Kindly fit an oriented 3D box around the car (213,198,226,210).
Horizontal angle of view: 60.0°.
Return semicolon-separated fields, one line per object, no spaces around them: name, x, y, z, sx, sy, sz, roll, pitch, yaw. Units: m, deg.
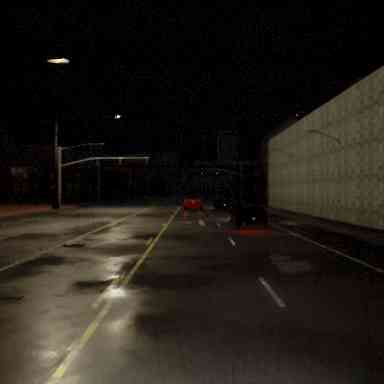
car;3.598;1.375;38.586;1.994;1.385;4.181;0;0;0

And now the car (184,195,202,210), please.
car;0.099;1.157;39.695;2.097;1.767;4.553;0;0;0

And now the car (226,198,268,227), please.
car;3.600;1.368;21.854;1.882;1.535;5.008;0;1;0
